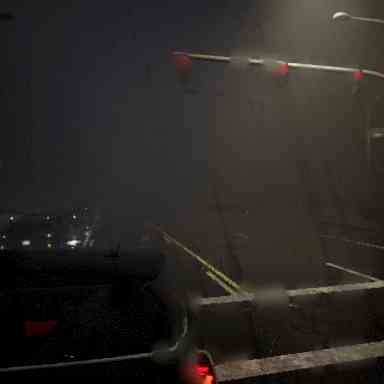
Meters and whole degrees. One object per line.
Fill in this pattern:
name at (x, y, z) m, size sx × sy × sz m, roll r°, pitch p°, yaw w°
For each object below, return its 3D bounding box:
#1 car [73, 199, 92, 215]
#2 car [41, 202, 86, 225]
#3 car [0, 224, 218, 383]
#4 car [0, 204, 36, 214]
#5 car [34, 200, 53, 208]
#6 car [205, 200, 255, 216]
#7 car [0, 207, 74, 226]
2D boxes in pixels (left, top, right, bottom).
car at (-11.150, 1.527, 33.316) m, size 1.837 × 1.490 × 4.892 m, roll -1°, pitch 0°, yaw -14°
car at (-8.201, 1.580, 21.630) m, size 1.895 × 1.301 × 4.718 m, roll -1°, pitch 0°, yaw -14°
car at (-2.043, 1.330, 2.749) m, size 4.553 × 1.767 × 2.097 m, roll -1°, pitch 1°, yaw -7°
car at (-11.729, 1.633, 21.313) m, size 1.895 × 1.301 × 4.718 m, roll -1°, pitch 0°, yaw -14°
car at (-14.646, 1.567, 32.867) m, size 2.128 × 1.511 × 4.902 m, roll -1°, pitch 0°, yaw -14°
car at (3.316, 1.404, 30.127) m, size 1.895 × 1.301 × 4.718 m, roll -1°, pitch 0°, yaw -38°
car at (-6.061, 1.538, 13.151) m, size 1.994 × 1.385 × 4.181 m, roll -1°, pitch 0°, yaw -14°
